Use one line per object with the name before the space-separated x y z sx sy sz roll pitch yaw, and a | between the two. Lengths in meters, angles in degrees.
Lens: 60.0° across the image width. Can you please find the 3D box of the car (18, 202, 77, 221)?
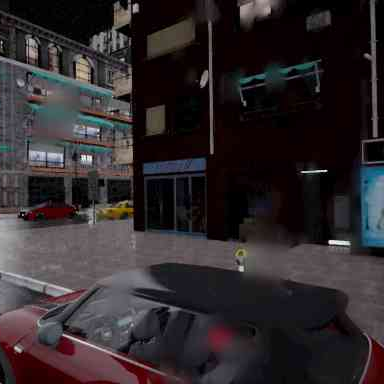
car | -11.040 1.452 25.620 1.994 1.385 4.181 -1 0 36

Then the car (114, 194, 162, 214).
car | -5.340 1.154 33.360 2.097 1.767 4.553 -1 0 37

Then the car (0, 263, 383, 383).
car | -0.356 1.441 3.206 4.097 1.590 1.967 0 -1 36

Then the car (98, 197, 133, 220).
car | -4.618 1.283 24.563 1.752 1.417 4.829 -1 0 36
